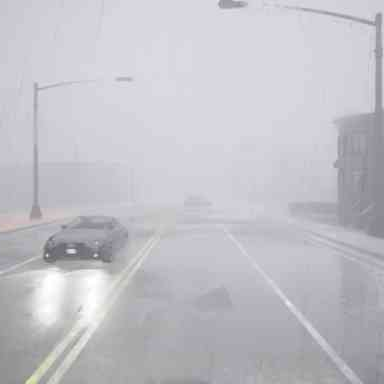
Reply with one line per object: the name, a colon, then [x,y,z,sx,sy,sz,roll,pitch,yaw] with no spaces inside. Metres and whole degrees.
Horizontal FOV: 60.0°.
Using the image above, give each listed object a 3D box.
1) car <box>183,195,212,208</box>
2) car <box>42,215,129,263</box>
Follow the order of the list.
car: [0.800,1.247,46.627,2.097,1.767,4.553,0,0,-38]
car: [-3.509,1.533,11.681,1.994,1.385,4.181,0,0,0]
